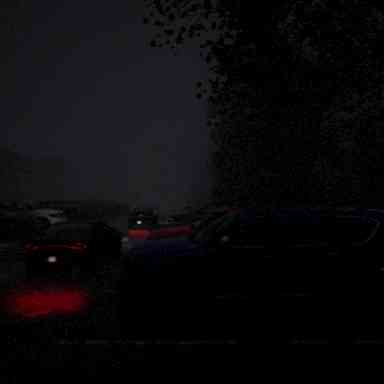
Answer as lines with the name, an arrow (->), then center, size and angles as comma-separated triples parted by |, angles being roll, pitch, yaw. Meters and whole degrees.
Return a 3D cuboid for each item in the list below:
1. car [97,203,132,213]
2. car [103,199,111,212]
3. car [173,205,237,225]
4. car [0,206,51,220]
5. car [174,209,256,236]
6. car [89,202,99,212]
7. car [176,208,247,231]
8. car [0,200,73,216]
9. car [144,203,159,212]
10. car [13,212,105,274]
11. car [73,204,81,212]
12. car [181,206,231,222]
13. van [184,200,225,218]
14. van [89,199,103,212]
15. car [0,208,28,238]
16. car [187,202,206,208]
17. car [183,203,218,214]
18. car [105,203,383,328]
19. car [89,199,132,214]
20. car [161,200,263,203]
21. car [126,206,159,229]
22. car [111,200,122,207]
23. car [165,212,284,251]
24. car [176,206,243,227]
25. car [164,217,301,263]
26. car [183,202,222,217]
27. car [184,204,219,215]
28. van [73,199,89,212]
car -> -11.849, 2.425, 51.191 | 4.892, 1.521, 2.231 | 0, -1, 0
car -> -11.838, 1.994, 37.185 | 4.553, 1.767, 2.185 | 0, -1, 0
car -> 1.117, 1.971, 28.925 | 5.366, 1.575, 1.946 | 0, -1, 0
car -> -11.747, 1.806, 20.361 | 4.892, 1.521, 2.231 | 0, -1, 0
car -> 1.365, 1.848, 20.570 | 4.792, 1.488, 2.163 | 0, -1, 0
car -> -11.793, 2.016, 31.576 | 4.892, 1.521, 2.231 | 0, -1, 0
car -> 1.296, 1.900, 23.355 | 4.792, 1.488, 2.163 | 0, -1, 0
car -> -11.725, 1.606, 23.172 | 5.566, 2.045, 2.435 | 0, -1, 0
car -> -7.115, 2.714, 59.481 | 2.033, 1.411, 5.357 | 0, -2, 0
car -> -3.706, 1.653, 11.262 | 1.882, 1.535, 5.008 | 0, -1, 0
car -> -11.771, 1.910, 25.971 | 5.008, 1.535, 2.097 | 0, -1, 0
car -> 1.290, 2.066, 31.709 | 4.674, 1.452, 2.002 | 0, -1, 0
van -> 1.389, 1.904, 37.286 | 4.442, 1.987, 1.878 | 0, -1, 0
van -> -11.913, 1.841, 34.383 | 4.442, 1.987, 1.878 | 0, -1, 0
car -> -11.760, 1.785, 17.563 | 4.792, 1.488, 2.163 | 0, -1, 0
car -> 1.173, 3.390, 85.602 | 5.008, 1.535, 2.097 | 0, -2, 0
car -> 1.248, 2.364, 48.414 | 5.008, 1.535, 2.097 | 0, -1, 0
car -> 1.365, 1.336, 6.777 | 5.566, 2.045, 2.435 | 0, -1, 0
car -> -11.808, 2.105, 48.397 | 5.566, 2.045, 2.435 | 0, -1, 0
car -> 1.320, 1.517, 17.792 | 5.566, 2.045, 2.435 | 0, -1, 0
car -> -3.768, 1.947, 26.115 | 1.837, 1.490, 4.892 | 0, -1, 0
car -> -11.787, 1.924, 39.988 | 5.566, 2.045, 2.435 | 0, -1, 0
car -> 1.354, 1.721, 15.002 | 5.008, 1.535, 2.097 | 0, -1, 0
car -> 1.308, 1.922, 26.140 | 5.008, 1.535, 2.097 | 0, -1, 0
car -> 1.368, 1.715, 12.341 | 4.674, 1.452, 2.002 | 0, -1, 0
car -> 1.233, 2.059, 40.063 | 4.553, 1.767, 2.185 | 0, -1, 0
car -> 1.252, 2.342, 45.627 | 4.674, 1.452, 2.002 | 0, -1, 0
van -> -11.660, 1.737, 28.778 | 4.442, 1.987, 1.878 | 0, -1, 0
